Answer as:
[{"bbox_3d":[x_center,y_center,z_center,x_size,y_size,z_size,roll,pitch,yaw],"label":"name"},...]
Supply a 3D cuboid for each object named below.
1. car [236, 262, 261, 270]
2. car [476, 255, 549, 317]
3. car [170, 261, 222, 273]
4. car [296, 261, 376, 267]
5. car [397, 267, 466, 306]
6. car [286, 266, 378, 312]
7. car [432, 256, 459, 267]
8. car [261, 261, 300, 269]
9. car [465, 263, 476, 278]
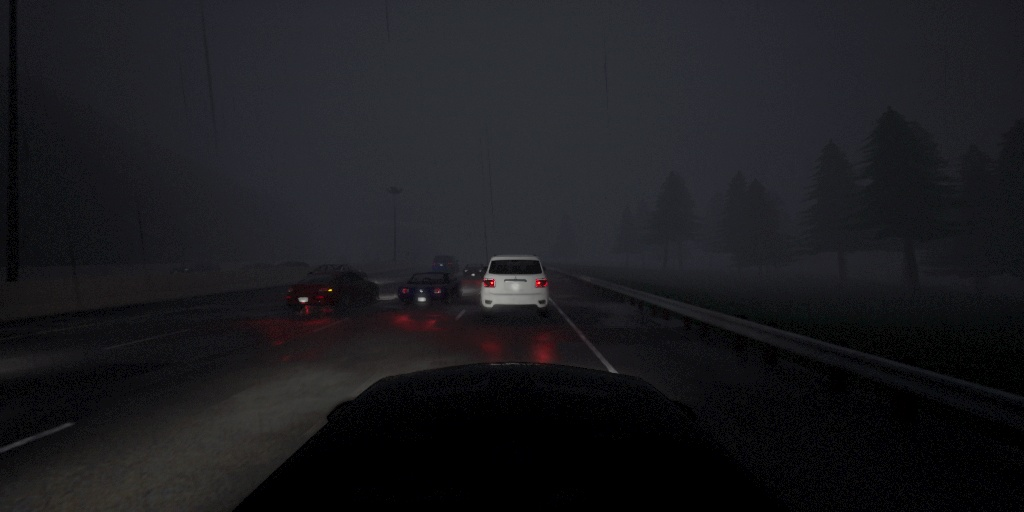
[{"bbox_3d":[-24.634,1.316,34.707,1.994,1.385,4.181,0,0,0],"label":"car"},{"bbox_3d":[0.101,0.972,13.276,2.150,2.045,5.566,0,0,0],"label":"car"},{"bbox_3d":[-31.633,1.278,36.068,1.812,1.442,4.674,0,0,0],"label":"car"},{"bbox_3d":[-10.400,1.242,21.658,2.128,1.511,4.902,0,0,0],"label":"car"},{"bbox_3d":[-3.400,1.351,15.770,1.895,1.301,4.718,0,0,0],"label":"car"},{"bbox_3d":[-6.898,1.276,14.164,1.812,1.442,4.674,0,0,0],"label":"car"},{"bbox_3d":[-6.940,0.973,37.740,2.150,2.045,5.566,0,0,-1],"label":"car"},{"bbox_3d":[-21.129,1.258,34.222,1.837,1.490,4.892,0,0,0],"label":"car"},{"bbox_3d":[-3.404,1.352,33.665,1.895,1.301,4.718,0,0,0],"label":"car"}]
